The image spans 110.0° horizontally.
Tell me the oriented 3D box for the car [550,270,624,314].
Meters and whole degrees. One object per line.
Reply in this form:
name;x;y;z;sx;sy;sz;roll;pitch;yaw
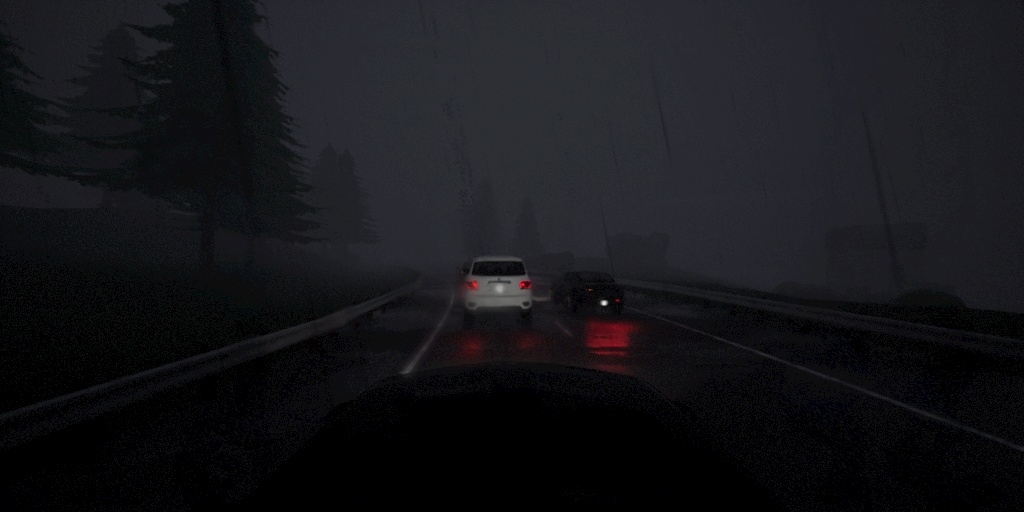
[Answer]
car;2.771;1.300;14.129;1.837;1.490;4.892;0;0;-6

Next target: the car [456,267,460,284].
car;-3.352;1.241;28.973;2.097;1.767;4.553;0;0;-13

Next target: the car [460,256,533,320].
car;-0.603;1.026;13.080;2.150;2.045;5.566;0;0;-5
